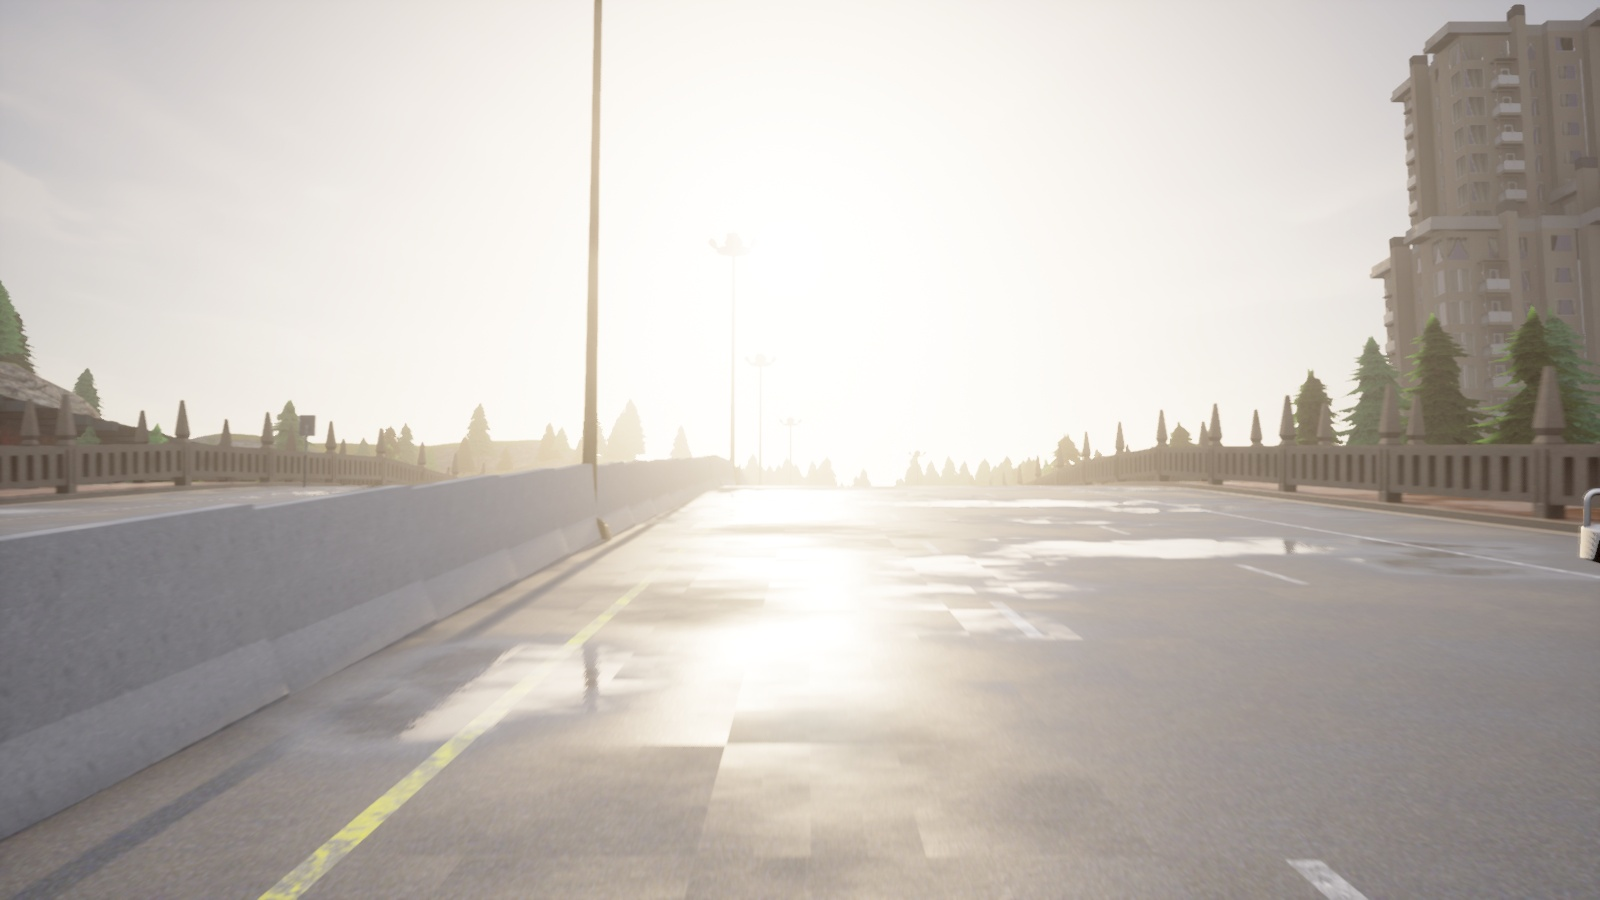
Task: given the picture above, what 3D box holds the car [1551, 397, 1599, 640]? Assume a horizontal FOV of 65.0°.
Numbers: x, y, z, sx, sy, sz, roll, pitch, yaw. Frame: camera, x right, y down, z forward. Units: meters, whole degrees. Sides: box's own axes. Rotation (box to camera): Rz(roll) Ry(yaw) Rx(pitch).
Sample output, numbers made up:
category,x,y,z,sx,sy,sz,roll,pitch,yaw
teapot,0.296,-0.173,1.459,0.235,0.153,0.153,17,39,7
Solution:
category,x,y,z,sx,sy,sz,roll,pitch,yaw
car,7.061,0.533,7.897,1.932,1.855,4.605,0,0,0
